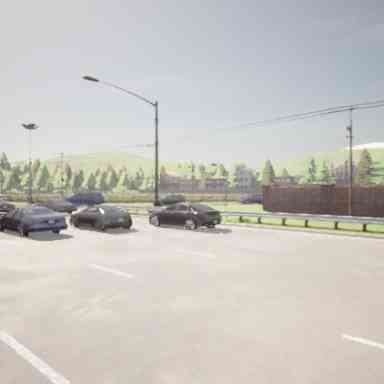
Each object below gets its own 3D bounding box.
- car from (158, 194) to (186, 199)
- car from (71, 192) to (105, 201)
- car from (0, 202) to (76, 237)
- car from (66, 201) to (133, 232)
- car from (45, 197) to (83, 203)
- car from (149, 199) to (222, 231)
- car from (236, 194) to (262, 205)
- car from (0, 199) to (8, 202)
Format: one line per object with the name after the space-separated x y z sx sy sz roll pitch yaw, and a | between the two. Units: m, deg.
-2.979 1.080 44.068 4.553 1.767 2.097 0 0 -19 | car
-13.903 0.977 42.218 5.566 2.045 2.150 0 0 -1 | car
-8.510 1.450 17.400 5.357 1.411 2.033 0 0 42 | car
-5.316 1.450 19.231 4.181 1.385 1.994 0 0 42 | car
-12.505 1.374 30.441 5.357 1.411 2.033 0 0 42 | car
-0.523 1.381 19.618 4.892 1.490 1.837 0 0 42 | car
8.767 1.035 48.669 4.553 1.767 2.097 0 0 -23 | car
-18.183 1.380 30.853 5.357 1.411 2.033 0 0 42 | car
